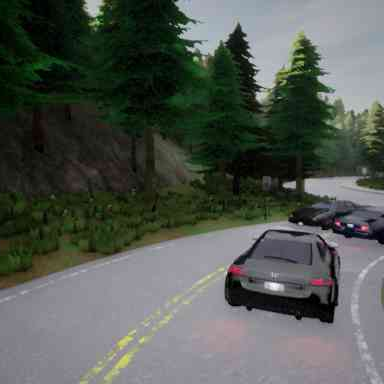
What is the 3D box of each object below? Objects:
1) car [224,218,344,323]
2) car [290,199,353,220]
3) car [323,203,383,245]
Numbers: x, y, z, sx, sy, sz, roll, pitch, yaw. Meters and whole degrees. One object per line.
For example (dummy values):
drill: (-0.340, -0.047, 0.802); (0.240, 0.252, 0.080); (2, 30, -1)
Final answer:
car: (2.204, 1.541, 7.420); (1.994, 1.385, 4.181); (2, 1, 24)
car: (7.659, 1.144, 18.156); (5.357, 1.411, 2.033); (-1, 5, -34)
car: (8.582, 1.390, 14.947); (5.357, 1.411, 2.033); (-1, 5, -33)
